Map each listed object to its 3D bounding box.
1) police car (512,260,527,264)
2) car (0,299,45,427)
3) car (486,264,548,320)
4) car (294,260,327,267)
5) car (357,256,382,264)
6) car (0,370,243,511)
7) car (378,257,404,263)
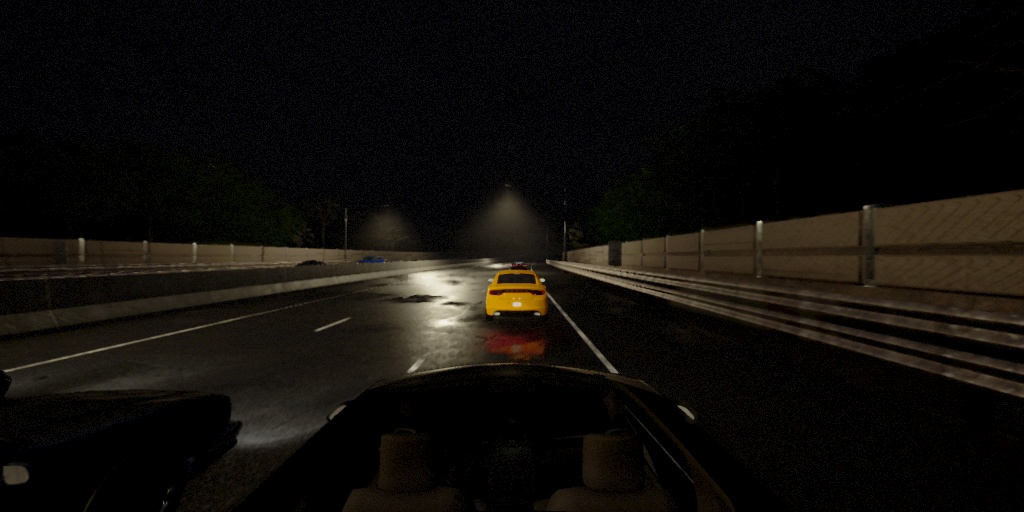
[{"bbox_3d":[0.895,1.313,43.766,2.038,1.542,4.974,0,0,2],"label":"police car"},{"bbox_3d":[-6.889,1.272,2.252,1.812,1.442,4.674,0,0,0],"label":"car"},{"bbox_3d":[0.170,1.226,12.669,1.882,1.535,5.008,0,0,1],"label":"car"},{"bbox_3d":[-23.847,1.268,42.560,1.837,1.490,4.892,0,-1,2],"label":"car"},{"bbox_3d":[-20.015,1.007,50.989,2.150,2.045,5.566,0,0,3],"label":"car"},{"bbox_3d":[-3.389,1.297,0.777,2.033,1.411,5.357,0,0,0],"label":"car"},{"bbox_3d":[-16.512,1.285,50.777,2.128,1.511,4.902,0,0,3],"label":"car"}]
